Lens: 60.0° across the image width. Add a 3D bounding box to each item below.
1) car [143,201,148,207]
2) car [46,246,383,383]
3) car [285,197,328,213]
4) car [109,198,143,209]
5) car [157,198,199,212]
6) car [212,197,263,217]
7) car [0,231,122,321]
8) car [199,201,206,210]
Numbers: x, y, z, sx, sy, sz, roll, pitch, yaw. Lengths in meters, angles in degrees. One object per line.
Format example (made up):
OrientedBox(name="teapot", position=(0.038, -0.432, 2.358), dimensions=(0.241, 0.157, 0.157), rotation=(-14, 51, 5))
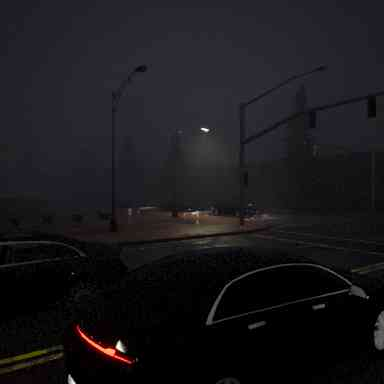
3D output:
OrientedBox(name="car", position=(-8.617, 1.564, 49.498), dimensions=(4.181, 1.385, 1.994), rotation=(0, 0, 34))
OrientedBox(name="car", position=(0.894, 1.505, 4.435), dimensions=(4.892, 1.490, 1.837), rotation=(0, 0, -35))
OrientedBox(name="car", position=(12.669, 1.352, 37.038), dimensions=(2.097, 1.767, 4.553), rotation=(0, 0, -36))
OrientedBox(name="car", position=(-9.411, 1.526, 45.807), dimensions=(4.674, 1.442, 1.812), rotation=(0, 0, 36))
OrientedBox(name="car", position=(-1.943, 1.547, 38.733), dimensions=(2.033, 1.411, 5.357), rotation=(0, 0, -39))
OrientedBox(name="car", position=(3.864, 1.505, 30.911), dimensions=(1.837, 1.490, 4.892), rotation=(0, 0, -36))
OrientedBox(name="car", position=(-3.540, 1.491, 5.759), dimensions=(4.902, 1.511, 2.128), rotation=(0, 0, -35))
OrientedBox(name="car", position=(-0.291, 1.505, 41.962), dimensions=(1.837, 1.490, 4.892), rotation=(0, 0, -41))
